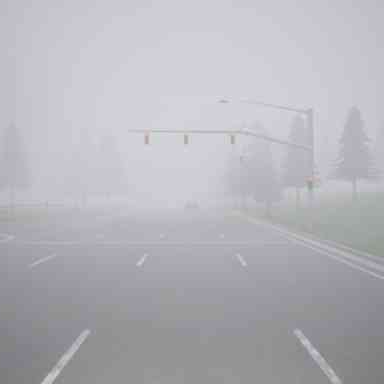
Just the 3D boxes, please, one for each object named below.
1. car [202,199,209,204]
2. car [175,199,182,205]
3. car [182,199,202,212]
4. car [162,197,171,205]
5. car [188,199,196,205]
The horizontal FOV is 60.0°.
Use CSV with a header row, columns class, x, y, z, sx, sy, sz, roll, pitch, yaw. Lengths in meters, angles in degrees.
class,x,y,z,sx,sy,sz,roll,pitch,yaw
car,3.508,2.674,91.296,1.837,1.490,4.892,0,-1,0
car,-3.492,2.697,91.296,1.812,1.442,4.674,0,-1,0
car,0.002,1.993,49.825,2.097,1.767,4.553,0,-1,0
car,-6.992,2.398,91.330,2.150,2.045,5.566,0,-1,0
car,0.008,2.713,91.295,2.033,1.411,5.357,0,-1,0
